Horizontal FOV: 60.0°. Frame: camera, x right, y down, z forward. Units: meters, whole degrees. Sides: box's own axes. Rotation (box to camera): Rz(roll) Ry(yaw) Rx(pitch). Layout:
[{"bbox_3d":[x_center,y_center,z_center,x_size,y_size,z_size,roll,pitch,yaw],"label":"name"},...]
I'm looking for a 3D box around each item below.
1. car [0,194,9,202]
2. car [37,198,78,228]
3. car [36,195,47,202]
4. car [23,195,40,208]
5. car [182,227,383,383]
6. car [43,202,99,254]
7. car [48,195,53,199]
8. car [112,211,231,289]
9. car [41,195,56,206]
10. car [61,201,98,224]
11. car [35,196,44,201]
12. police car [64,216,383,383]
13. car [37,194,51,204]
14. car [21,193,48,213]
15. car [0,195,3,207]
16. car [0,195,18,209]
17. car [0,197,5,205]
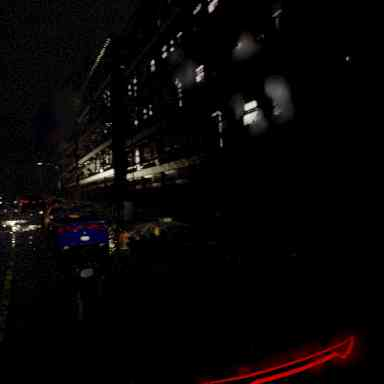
[{"bbox_3d":[-45.453,1.528,80.108,2.192,1.841,5.009,0,0,-27],"label":"car"},{"bbox_3d":[-7.542,1.388,18.958,1.801,1.575,5.366,-2,1,-27],"label":"car"},{"bbox_3d":[-33.425,1.415,73.746,1.967,1.590,4.097,0,0,-27],"label":"car"},{"bbox_3d":[-23.899,1.332,49.346,2.097,1.767,4.553,-2,1,-27],"label":"car"},{"bbox_3d":[1.664,1.440,4.720,1.887,1.381,4.507,0,0,-27],"label":"car"},{"bbox_3d":[-4.737,1.411,13.436,1.882,1.535,5.008,-2,1,-27],"label":"car"},{"bbox_3d":[-18.369,1.447,44.171,1.887,1.381,4.507,0,0,-27],"label":"car"},{"bbox_3d":[-0.918,1.416,9.804,1.752,1.417,4.829,0,0,-27],"label":"car"},{"bbox_3d":[-23.371,1.361,54.037,1.967,1.590,4.097,0,0,-27],"label":"car"},{"bbox_3d":[-8.353,1.433,24.444,1.887,1.381,4.507,0,0,-27],"label":"car"},{"bbox_3d":[-38.433,1.594,83.610,1.802,1.307,4.206,0,0,-27],"label":"car"},{"bbox_3d":[-0.361,1.367,4.560,1.930,1.638,5.238,-2,1,-27],"label":"police car"},{"bbox_3d":[-28.417,1.259,63.882,2.192,1.841,5.009,0,0,-27],"label":"car"},{"bbox_3d":[-17.802,1.184,37.358,2.150,2.045,5.566,-2,1,-27],"label":"car"},{"bbox_3d":[-32.933,1.448,55.452,2.192,1.841,5.009,0,0,-27],"label":"car"},{"bbox_3d":[-25.785,1.400,46.986,2.097,1.767,4.553,-2,1,-27],"label":"car"},{"bbox_3d":[-37.941,1.725,65.315,1.947,1.339,4.313,0,0,-27],"label":"car"}]
